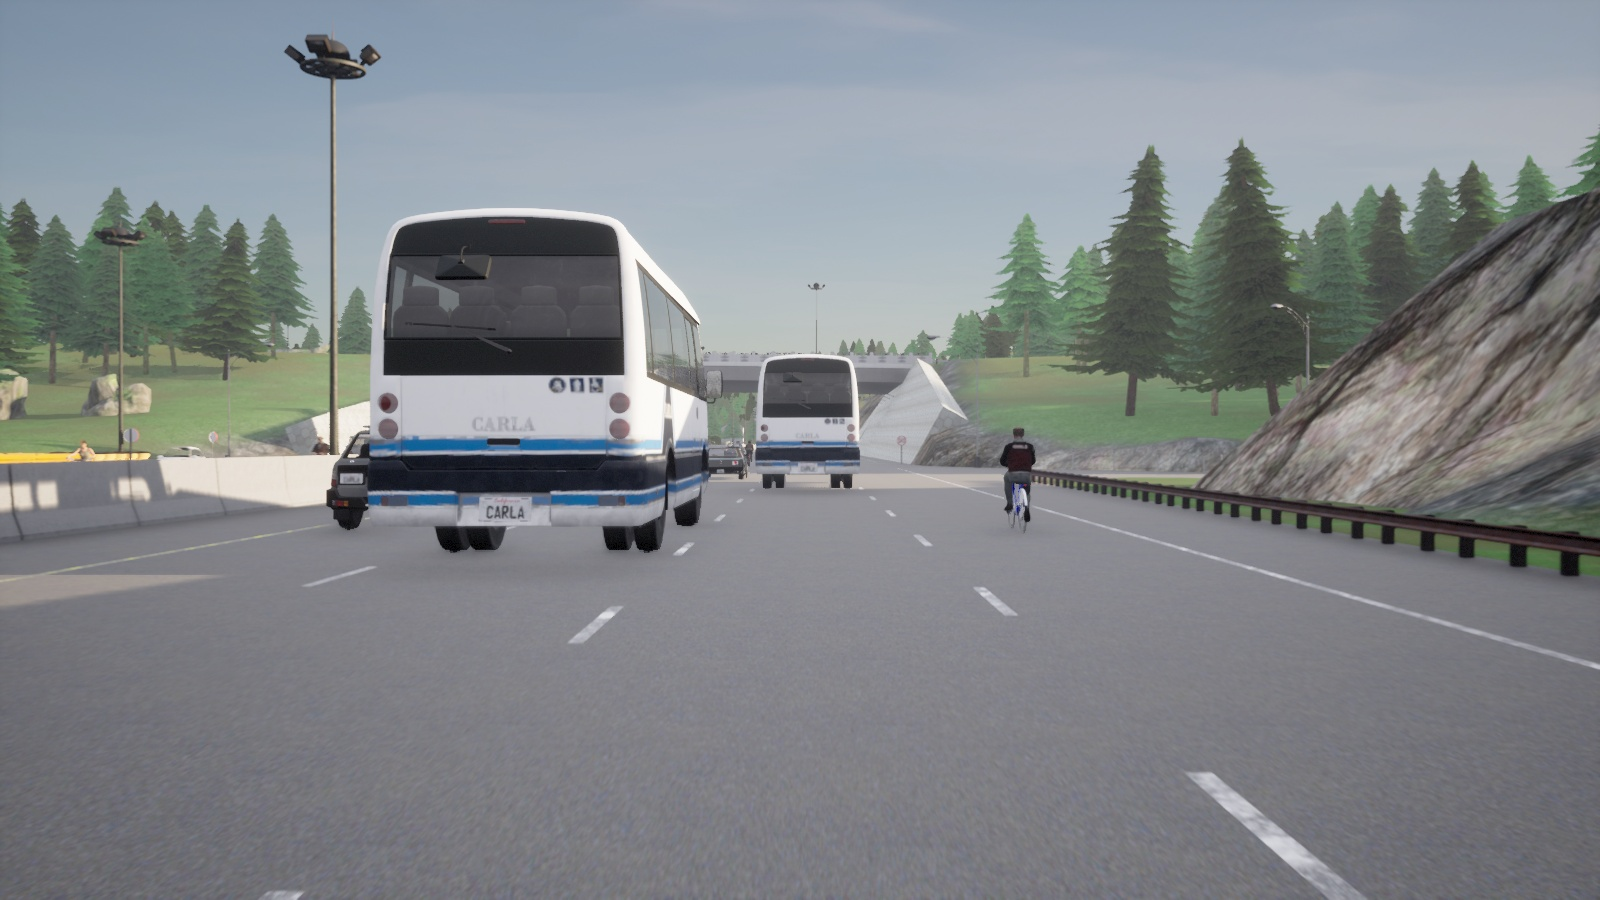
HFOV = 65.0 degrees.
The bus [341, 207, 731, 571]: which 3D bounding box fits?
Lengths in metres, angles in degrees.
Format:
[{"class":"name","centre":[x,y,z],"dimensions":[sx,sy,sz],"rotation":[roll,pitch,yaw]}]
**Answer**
[{"class":"bus","centre":[-3.371,-0.744,19.837],"dimensions":[3.944,4.253,10.273],"rotation":[0,0,0]}]

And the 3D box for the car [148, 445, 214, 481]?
[{"class":"car","centre":[-24.205,0.504,49.139],"dimensions":[1.481,1.376,2.207],"rotation":[0,0,0]}]

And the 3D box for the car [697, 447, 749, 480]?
[{"class":"car","centre":[-3.184,0.547,52.829],"dimensions":[1.895,1.301,4.718],"rotation":[0,0,0]}]

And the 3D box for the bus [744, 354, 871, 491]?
[{"class":"bus","centre":[0.268,-0.878,44.116],"dimensions":[3.944,4.253,10.273],"rotation":[0,0,0]}]

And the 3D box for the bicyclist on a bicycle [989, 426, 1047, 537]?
[{"class":"bicyclist on a bicycle","centre":[3.635,0.501,21.087],"dimensions":[0.659,1.776,1.843],"rotation":[0,1,0]}]

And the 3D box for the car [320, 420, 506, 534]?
[{"class":"car","centre":[-6.855,0.429,22.794],"dimensions":[1.932,1.855,4.605],"rotation":[0,0,0]}]
